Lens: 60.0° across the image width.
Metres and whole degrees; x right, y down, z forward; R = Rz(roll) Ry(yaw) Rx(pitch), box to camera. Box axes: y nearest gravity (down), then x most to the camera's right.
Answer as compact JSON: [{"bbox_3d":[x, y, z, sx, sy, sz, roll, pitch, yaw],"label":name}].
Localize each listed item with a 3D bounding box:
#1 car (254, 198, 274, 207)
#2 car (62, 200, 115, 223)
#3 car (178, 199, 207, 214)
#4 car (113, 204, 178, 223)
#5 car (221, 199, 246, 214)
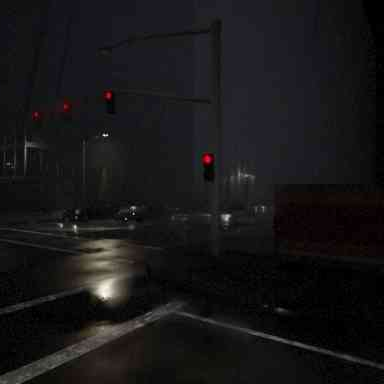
[{"bbox_3d":[11.894,1.602,53.396,2.033,1.411,5.357,0,0,36],"label":"car"},{"bbox_3d":[-7.789,1.407,26.068,2.097,1.767,4.553,0,0,36],"label":"car"},{"bbox_3d":[-0.145,1.558,36.743,1.837,1.490,4.892,0,1,36],"label":"car"},{"bbox_3d":[-3.525,1.656,26.016,1.895,1.301,4.718,0,0,36],"label":"car"},{"bbox_3d":[4.280,1.533,36.908,1.882,1.535,5.008,0,0,36],"label":"car"}]
